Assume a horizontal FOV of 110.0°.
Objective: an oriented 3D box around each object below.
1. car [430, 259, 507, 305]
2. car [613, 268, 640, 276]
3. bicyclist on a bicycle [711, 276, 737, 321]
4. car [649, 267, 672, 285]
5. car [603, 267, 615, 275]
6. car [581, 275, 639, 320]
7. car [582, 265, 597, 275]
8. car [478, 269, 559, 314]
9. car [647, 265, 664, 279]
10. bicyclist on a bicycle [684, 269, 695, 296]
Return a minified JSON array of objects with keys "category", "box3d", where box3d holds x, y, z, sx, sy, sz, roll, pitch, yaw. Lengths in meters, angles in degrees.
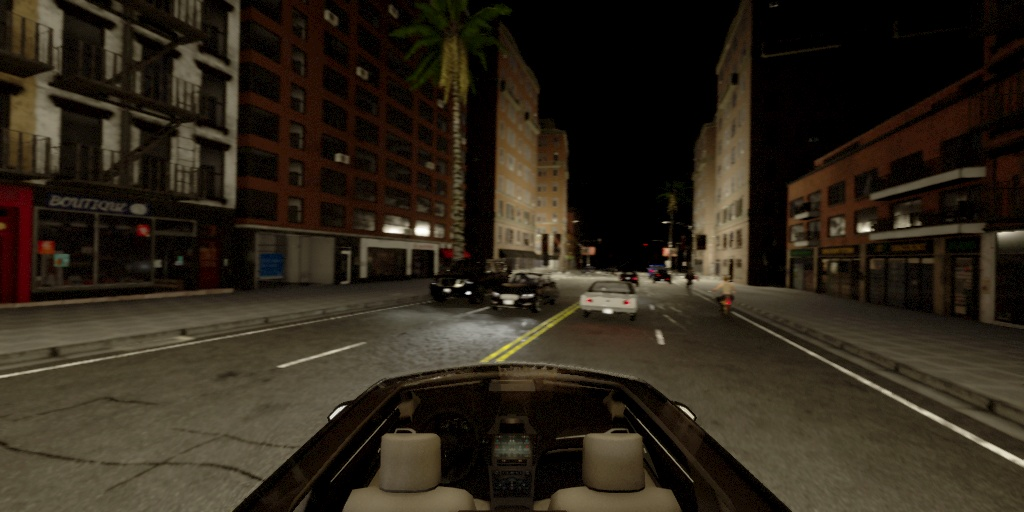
[{"category":"car","box3d":[-1.828,1.163,17.821,2.150,2.045,5.566,1,-1,20]},{"category":"car","box3d":[11.105,2.076,34.111,2.033,1.411,5.357,1,-1,20]},{"category":"bicyclist on a bicycle","box3d":[7.995,1.555,13.465,0.866,1.612,1.509,1,-1,20]},{"category":"car","box3d":[16.183,2.242,38.810,1.837,1.490,4.892,1,-1,20]},{"category":"car","box3d":[15.523,2.434,56.407,1.837,1.490,4.892,1,-1,20]},{"category":"car","box3d":[4.009,1.633,14.267,1.895,1.301,4.718,1,-1,20]},{"category":"car","box3d":[12.466,2.215,57.503,2.033,1.411,5.357,1,-1,20]},{"category":"car","box3d":[0.694,1.456,15.236,2.128,1.511,4.902,1,-1,20]},{"category":"car","box3d":[19.631,2.210,48.583,2.150,2.045,5.566,1,-1,20]},{"category":"bicyclist on a bicycle","box3d":[11.612,1.737,23.509,0.659,1.776,1.843,1,-1,20]}]
